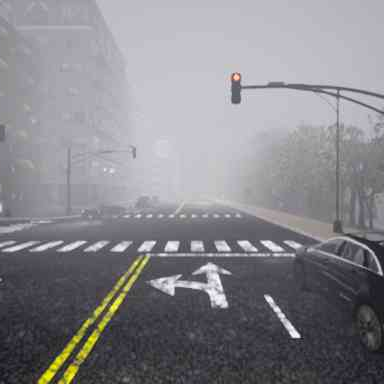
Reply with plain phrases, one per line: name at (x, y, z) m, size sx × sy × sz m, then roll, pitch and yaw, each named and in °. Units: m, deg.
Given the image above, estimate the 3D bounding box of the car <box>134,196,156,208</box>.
car at (-6.654, 1.317, 46.268) m, size 2.097 × 1.767 × 4.553 m, roll 0°, pitch 0°, yaw 0°

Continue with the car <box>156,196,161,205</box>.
car at (-6.649, 1.488, 59.479) m, size 1.812 × 1.442 × 4.674 m, roll 0°, pitch 0°, yaw 0°

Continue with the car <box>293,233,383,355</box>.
car at (3.344, 1.485, 6.050) m, size 2.128 × 1.511 × 4.902 m, roll 0°, pitch 0°, yaw -1°

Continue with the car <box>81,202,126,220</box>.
car at (-7.622, 1.609, 28.939) m, size 1.895 × 1.301 × 4.718 m, roll 0°, pitch 1°, yaw 14°
